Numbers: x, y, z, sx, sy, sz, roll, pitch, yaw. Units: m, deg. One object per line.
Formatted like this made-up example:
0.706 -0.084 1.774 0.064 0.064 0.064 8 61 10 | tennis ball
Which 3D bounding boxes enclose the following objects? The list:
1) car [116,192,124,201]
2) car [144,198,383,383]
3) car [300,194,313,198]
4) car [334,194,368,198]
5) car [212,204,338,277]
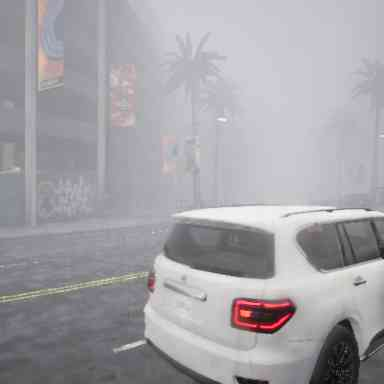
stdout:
-11.626 0.978 53.577 2.435 2.045 5.566 0 0 10 | car
1.934 1.217 5.078 5.566 2.045 2.150 0 0 -41 | car
29.243 1.301 83.729 2.185 1.767 4.553 0 0 10 | car
17.655 1.201 36.352 2.150 2.045 5.566 0 0 11 | car
2.950 1.343 11.091 2.097 1.767 4.553 0 0 44 | car
